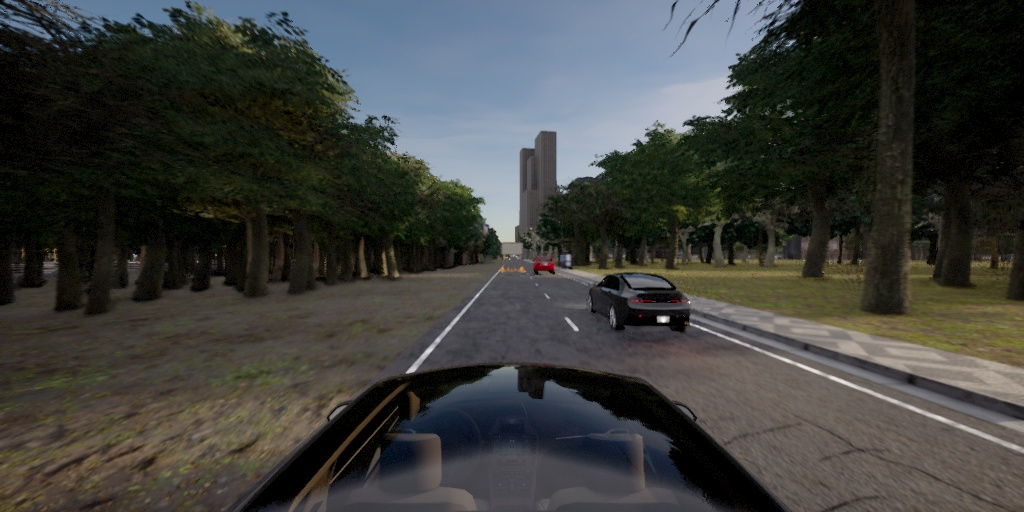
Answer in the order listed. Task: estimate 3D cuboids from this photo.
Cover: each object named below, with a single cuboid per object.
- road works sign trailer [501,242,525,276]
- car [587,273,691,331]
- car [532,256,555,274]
[{"bbox_3d":[0.000,0.242,38.539,2.380,3.560,2.880,0,0,0],"label":"road works sign trailer"},{"bbox_3d":[3.600,1.256,10.951,1.837,1.490,4.892,0,0,0],"label":"car"},{"bbox_3d":[3.600,1.003,41.239,2.150,2.045,5.566,0,0,0],"label":"car"}]
